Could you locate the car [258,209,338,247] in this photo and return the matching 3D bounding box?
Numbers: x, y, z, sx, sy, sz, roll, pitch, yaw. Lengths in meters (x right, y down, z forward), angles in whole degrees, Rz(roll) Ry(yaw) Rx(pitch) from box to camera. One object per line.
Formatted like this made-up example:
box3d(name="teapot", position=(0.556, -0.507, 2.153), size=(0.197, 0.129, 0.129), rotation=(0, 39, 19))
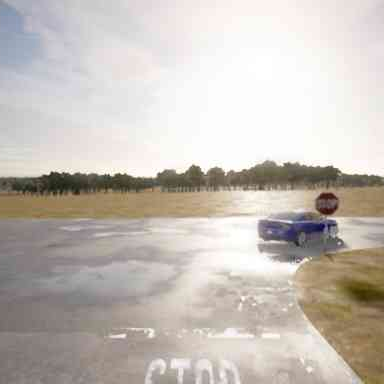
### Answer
box3d(name="car", position=(5.221, 1.562, 16.058), size=(5.008, 1.535, 1.882), rotation=(-1, 2, -42))
